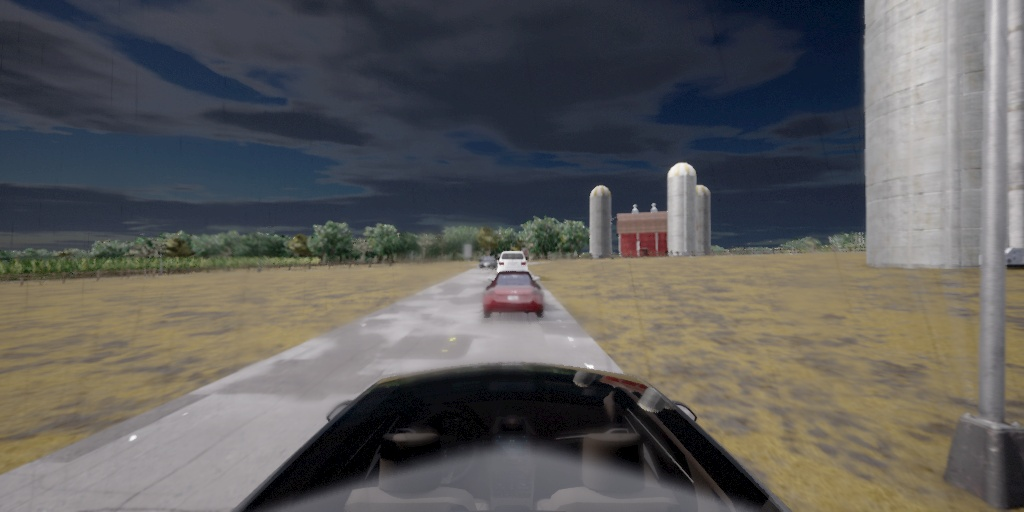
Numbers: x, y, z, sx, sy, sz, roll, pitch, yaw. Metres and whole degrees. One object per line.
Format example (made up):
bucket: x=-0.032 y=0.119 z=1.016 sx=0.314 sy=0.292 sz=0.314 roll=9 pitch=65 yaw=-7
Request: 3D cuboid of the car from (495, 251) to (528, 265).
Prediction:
car: x=0.067 y=0.654 z=27.798 sx=2.150 sy=2.045 sz=5.566 roll=0 pitch=1 yaw=0

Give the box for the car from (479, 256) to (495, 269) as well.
car: x=-2.816 y=0.765 z=42.305 sx=2.128 sy=1.511 sz=4.902 roll=0 pitch=0 yaw=0

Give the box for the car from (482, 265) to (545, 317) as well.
car: x=0.065 y=1.191 z=12.604 sx=1.994 sy=1.385 sz=4.181 roll=0 pitch=1 yaw=0
